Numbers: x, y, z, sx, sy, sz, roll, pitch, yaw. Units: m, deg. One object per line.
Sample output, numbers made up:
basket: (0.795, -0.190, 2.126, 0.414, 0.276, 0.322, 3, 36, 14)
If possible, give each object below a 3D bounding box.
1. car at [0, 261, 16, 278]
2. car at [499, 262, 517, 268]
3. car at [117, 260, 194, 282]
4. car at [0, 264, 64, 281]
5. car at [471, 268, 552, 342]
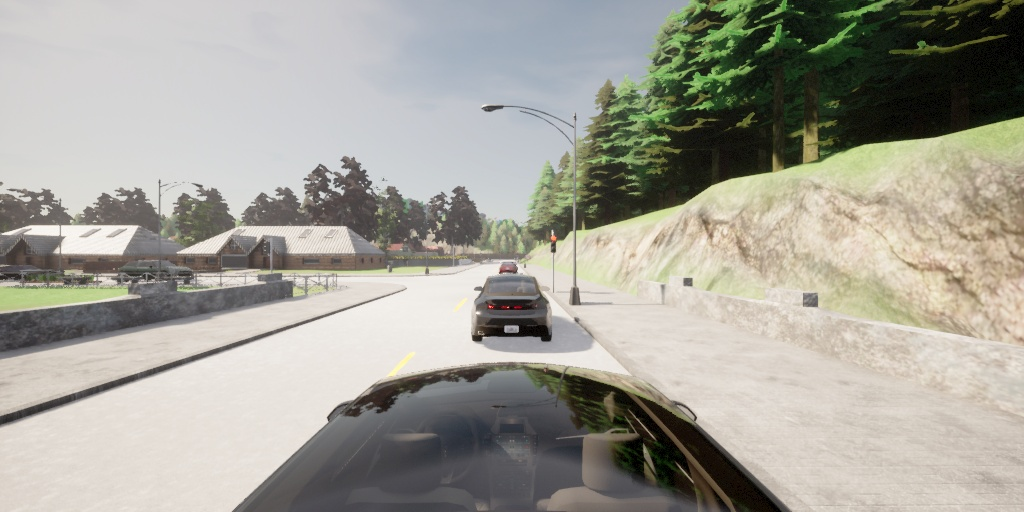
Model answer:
car: (-48.130, 1.228, 32.051, 5.008, 1.535, 1.882, 0, 0, 0)
car: (-0.417, 1.314, 41.217, 1.994, 1.385, 4.181, 0, 0, 2)
car: (-27.770, 1.102, 28.083, 4.553, 1.767, 2.097, 0, 0, 0)
car: (-38.330, 1.351, 27.999, 4.718, 1.301, 1.895, 0, 0, 0)
car: (-0.009, 1.255, 9.792, 1.837, 1.490, 4.892, 0, 0, 0)
